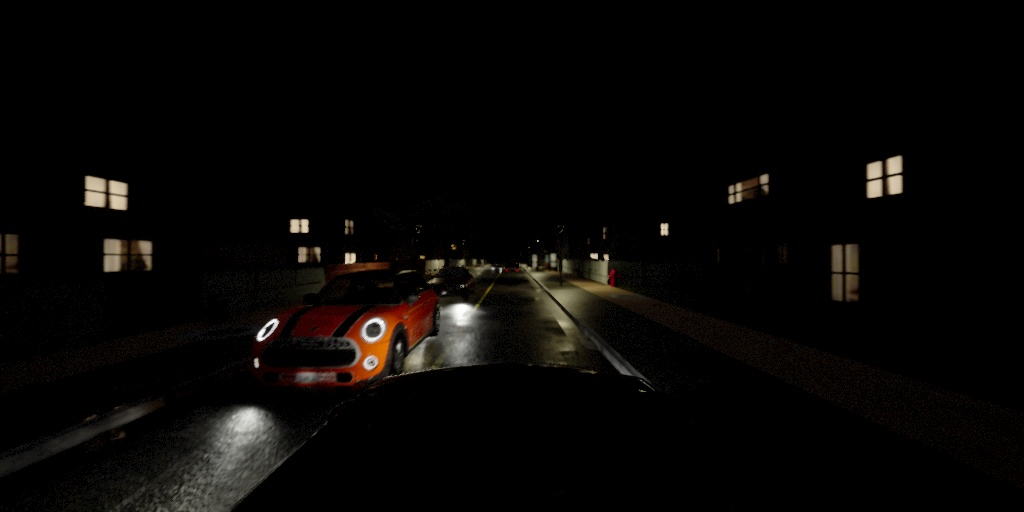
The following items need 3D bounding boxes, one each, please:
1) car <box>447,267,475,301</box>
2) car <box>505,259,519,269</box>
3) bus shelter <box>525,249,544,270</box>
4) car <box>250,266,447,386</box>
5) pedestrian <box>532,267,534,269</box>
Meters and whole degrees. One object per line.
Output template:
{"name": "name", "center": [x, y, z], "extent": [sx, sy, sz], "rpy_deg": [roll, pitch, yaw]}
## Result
{"name": "car", "center": [-2.842, 1.265, 17.400], "extent": [1.812, 1.442, 4.674], "rpy_deg": [0, 0, 0]}
{"name": "car", "center": [0.001, 1.222, 58.659], "extent": [2.097, 1.767, 4.553], "rpy_deg": [0, 0, 0]}
{"name": "bus shelter", "center": [3.009, 0.682, 49.874], "extent": [1.920, 2.740, 3.880], "rpy_deg": [0, 0, 0]}
{"name": "car", "center": [-2.848, 1.095, 7.218], "extent": [2.097, 1.767, 4.553], "rpy_deg": [0, 0, 0]}
{"name": "pedestrian", "center": [3.009, 1.337, 52.345], "extent": [0.500, 1.100, 0.500], "rpy_deg": [0, 0, -4]}
